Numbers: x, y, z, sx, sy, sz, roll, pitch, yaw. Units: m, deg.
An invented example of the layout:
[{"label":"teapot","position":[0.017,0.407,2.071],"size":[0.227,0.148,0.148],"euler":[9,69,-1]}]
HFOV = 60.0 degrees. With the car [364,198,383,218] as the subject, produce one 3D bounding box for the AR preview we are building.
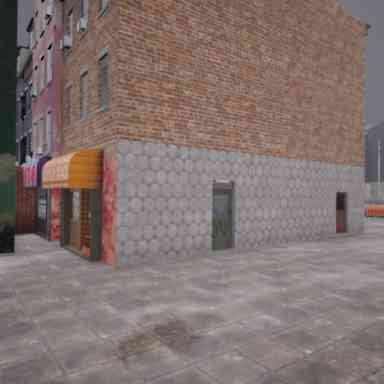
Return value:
[{"label":"car","position":[15.844,1.342,27.060],"size":[2.097,1.767,4.553],"euler":[1,0,-36]}]
